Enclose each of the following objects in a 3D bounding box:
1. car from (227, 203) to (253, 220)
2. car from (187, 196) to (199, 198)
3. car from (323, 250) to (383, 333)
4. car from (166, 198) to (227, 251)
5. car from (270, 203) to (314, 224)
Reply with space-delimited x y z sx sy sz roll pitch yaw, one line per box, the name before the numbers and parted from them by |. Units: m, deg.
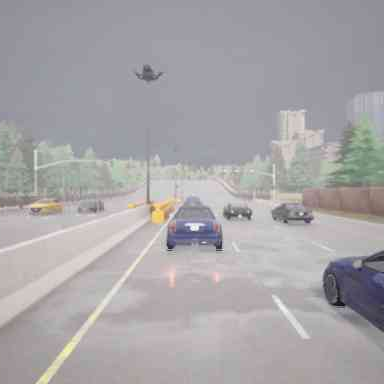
car | 3.599 1.506 27.066 1.895 1.301 4.718 0 0 0
car | 0.099 1.230 34.350 2.097 1.767 4.553 0 0 0
car | 3.599 1.509 4.915 1.812 1.442 4.674 0 0 0
car | 0.098 1.303 14.057 2.097 1.767 4.553 0 0 0
car | 7.097 1.464 24.051 2.033 1.411 5.357 0 0 0
